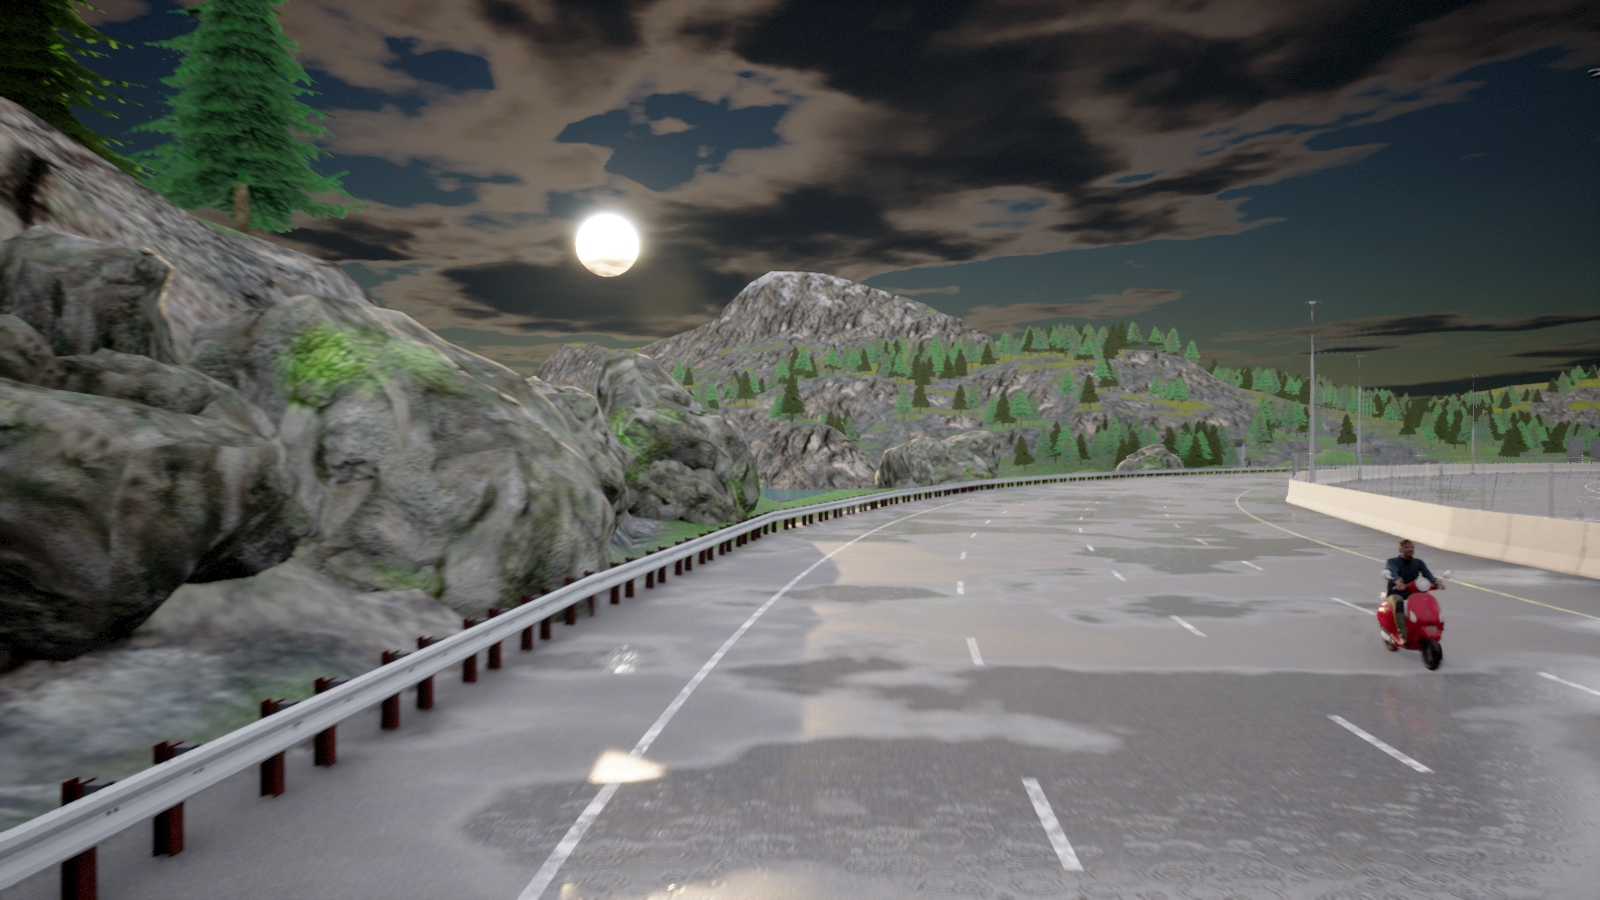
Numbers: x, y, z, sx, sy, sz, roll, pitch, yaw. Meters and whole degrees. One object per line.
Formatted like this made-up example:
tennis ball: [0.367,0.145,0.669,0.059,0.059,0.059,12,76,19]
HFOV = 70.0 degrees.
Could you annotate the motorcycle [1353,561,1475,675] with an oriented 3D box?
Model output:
motorcycle: [8.129,2.192,15.216,0.856,1.236,1.805,0,0,8]
